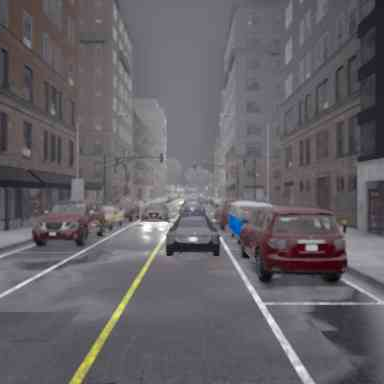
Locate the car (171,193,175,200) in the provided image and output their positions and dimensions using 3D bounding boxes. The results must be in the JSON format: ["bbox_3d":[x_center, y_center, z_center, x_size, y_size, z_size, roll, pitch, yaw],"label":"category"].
[{"bbox_3d":[-5.416,1.300,70.209,2.192,1.841,5.009,0,0,0],"label":"car"}]

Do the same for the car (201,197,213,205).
[{"bbox_3d":[2.632,1.532,59.246,1.887,1.381,4.507,0,0,0],"label":"car"}]

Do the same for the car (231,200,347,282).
[{"bbox_3d":[2.638,1.314,9.719,2.192,1.841,5.009,0,0,0],"label":"car"}]

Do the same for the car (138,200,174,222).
[{"bbox_3d":[-2.798,1.559,26.482,1.994,1.385,4.181,0,0,1],"label":"car"}]

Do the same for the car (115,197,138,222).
[{"bbox_3d":[-5.402,1.309,26.756,2.192,1.841,5.009,0,0,0],"label":"car"}]

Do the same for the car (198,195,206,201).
[{"bbox_3d":[2.629,1.534,86.655,2.008,1.369,4.403,0,0,0],"label":"car"}]

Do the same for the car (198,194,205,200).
[{"bbox_3d":[2.628,1.422,92.138,1.967,1.590,4.097,0,0,0],"label":"car"}]

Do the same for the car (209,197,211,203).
[{"bbox_3d":[2.633,1.539,53.764,2.008,1.369,4.403,0,0,0],"label":"car"}]

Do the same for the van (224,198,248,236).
[{"bbox_3d":[2.637,1.339,15.398,1.690,1.788,3.998,0,0,0],"label":"van"}]

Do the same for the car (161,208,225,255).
[{"bbox_3d":[0.049,1.563,13.289,1.994,1.385,4.181,0,0,0],"label":"car"}]

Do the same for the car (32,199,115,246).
[{"bbox_3d":[-5.399,1.312,15.399,2.192,1.841,5.009,0,0,0],"label":"car"}]

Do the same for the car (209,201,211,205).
[{"bbox_3d":[2.636,1.577,26.756,1.802,1.307,4.206,0,0,0],"label":"car"}]

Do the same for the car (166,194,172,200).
[{"bbox_3d":[-5.418,1.511,64.556,1.752,1.417,4.829,0,0,0],"label":"car"}]

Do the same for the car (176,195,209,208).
[{"bbox_3d":[0.040,1.347,27.510,2.097,1.767,4.553,0,0,1],"label":"car"}]

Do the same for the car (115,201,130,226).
[{"bbox_3d":[-5.401,1.521,20.906,1.752,1.417,4.829,0,0,0],"label":"car"}]

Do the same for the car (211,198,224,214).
[{"bbox_3d":[2.637,1.311,21.076,2.192,1.841,5.009,0,0,0],"label":"car"}]

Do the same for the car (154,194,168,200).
[{"bbox_3d":[-5.421,1.513,53.593,1.752,1.417,4.829,0,0,0],"label":"car"}]
